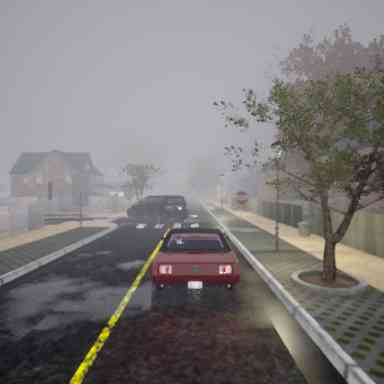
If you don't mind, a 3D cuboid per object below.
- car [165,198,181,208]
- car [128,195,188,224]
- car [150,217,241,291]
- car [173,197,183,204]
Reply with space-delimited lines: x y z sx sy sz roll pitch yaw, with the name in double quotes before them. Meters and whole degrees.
"car" -2.841 1.603 50.380 2.033 1.411 5.357 0 0 0
"car" -2.616 1.234 24.902 2.150 2.045 5.566 2 -1 -41
"car" 0.082 1.601 8.980 1.895 1.301 4.718 0 0 0
"car" -2.772 1.710 66.753 1.895 1.301 4.718 0 0 0
